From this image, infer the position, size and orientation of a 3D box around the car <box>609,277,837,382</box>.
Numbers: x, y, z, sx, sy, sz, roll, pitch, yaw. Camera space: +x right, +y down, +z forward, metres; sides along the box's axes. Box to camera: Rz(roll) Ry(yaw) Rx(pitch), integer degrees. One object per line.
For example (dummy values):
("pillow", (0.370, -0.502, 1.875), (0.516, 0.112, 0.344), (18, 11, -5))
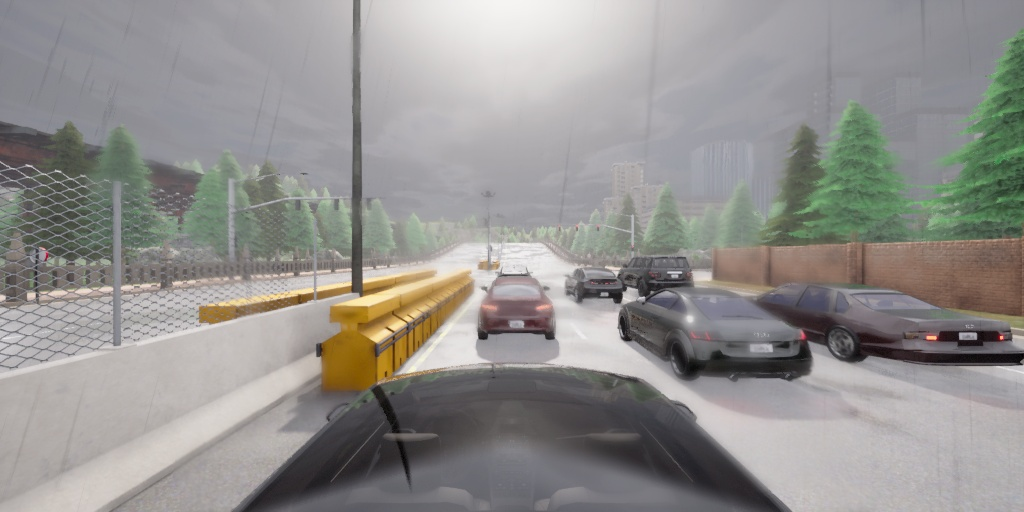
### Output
("car", (3.610, 1.314, 7.234), (1.994, 1.385, 4.181), (0, 0, -1))

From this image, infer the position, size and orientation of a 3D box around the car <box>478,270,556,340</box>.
("car", (0.109, 1.276, 9.863), (1.812, 1.442, 4.674), (0, 0, 0))

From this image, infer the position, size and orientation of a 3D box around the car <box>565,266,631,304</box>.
("car", (3.613, 1.255, 16.401), (1.837, 1.490, 4.892), (0, 0, 0))

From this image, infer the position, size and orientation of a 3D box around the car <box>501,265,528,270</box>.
("car", (0.116, 1.241, 19.109), (2.128, 1.511, 4.902), (0, 0, 0))

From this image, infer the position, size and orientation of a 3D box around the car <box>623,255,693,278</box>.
("car", (7.114, 0.972, 18.341), (2.150, 2.045, 5.566), (0, 0, 0))

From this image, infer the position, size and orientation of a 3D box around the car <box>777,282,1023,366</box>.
("car", (7.106, 1.297, 8.099), (2.033, 1.411, 5.357), (0, 0, 0))
